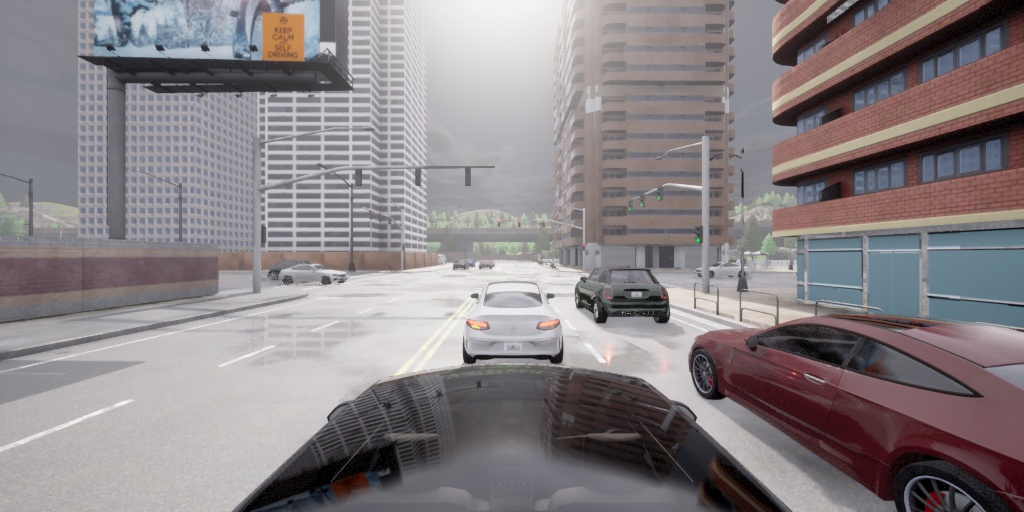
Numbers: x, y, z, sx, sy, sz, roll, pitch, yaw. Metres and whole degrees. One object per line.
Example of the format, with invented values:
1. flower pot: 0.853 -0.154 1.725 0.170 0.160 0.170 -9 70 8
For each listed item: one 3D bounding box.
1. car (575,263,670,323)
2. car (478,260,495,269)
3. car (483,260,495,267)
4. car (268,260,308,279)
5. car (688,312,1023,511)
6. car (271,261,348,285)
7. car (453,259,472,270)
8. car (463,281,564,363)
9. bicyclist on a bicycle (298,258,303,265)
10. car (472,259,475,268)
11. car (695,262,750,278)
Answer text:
1. car: 3.499 1.102 12.217 2.097 1.767 4.553 0 0 0
2. car: -4.012 1.276 55.028 1.812 1.442 4.674 0 0 -1
3. car: -4.052 1.351 65.008 1.895 1.301 4.718 0 0 0
4. car: -17.251 1.102 29.427 4.553 1.767 2.097 0 0 -2
5. car: 3.580 1.276 3.498 1.812 1.442 4.674 0 0 0
6. car: -13.968 1.276 25.288 4.674 1.442 1.812 0 0 8
7. car: -7.498 1.228 52.986 1.882 1.535 5.008 0 0 0
8. car: 0.017 1.276 8.001 1.812 1.442 4.674 0 0 0
9. bicyclist on a bicycle: -25.974 1.051 43.763 0.582 1.620 1.656 0 0 0
10. car: -7.549 1.228 63.007 1.882 1.535 5.008 0 0 0
11. car: 19.387 1.276 33.079 4.674 1.442 1.812 0 0 0
